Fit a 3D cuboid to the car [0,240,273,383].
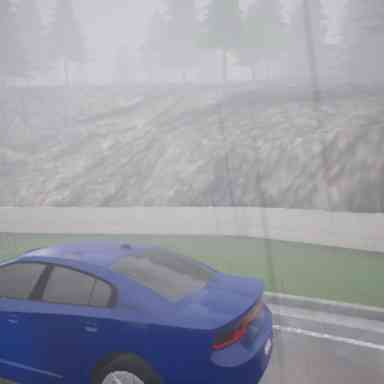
[{"bbox_3d":[-1.545,1.387,4.275,5.008,1.535,1.882,0,1,22],"label":"car"}]
